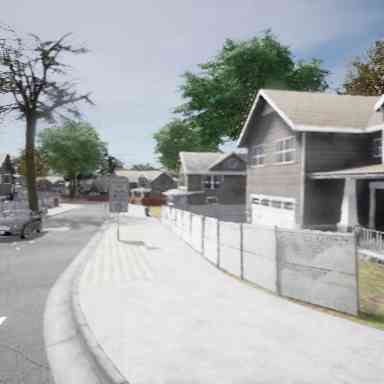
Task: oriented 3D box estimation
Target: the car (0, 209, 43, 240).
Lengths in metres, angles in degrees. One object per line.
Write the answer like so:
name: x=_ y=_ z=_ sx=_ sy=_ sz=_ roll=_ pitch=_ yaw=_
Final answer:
car: x=-9.765 y=1.736 z=18.621 sx=2.128 sy=1.511 sz=4.902 roll=0 pitch=-1 yaw=-11
